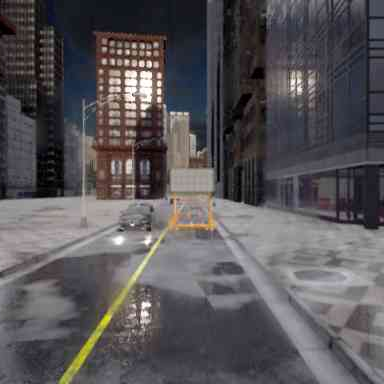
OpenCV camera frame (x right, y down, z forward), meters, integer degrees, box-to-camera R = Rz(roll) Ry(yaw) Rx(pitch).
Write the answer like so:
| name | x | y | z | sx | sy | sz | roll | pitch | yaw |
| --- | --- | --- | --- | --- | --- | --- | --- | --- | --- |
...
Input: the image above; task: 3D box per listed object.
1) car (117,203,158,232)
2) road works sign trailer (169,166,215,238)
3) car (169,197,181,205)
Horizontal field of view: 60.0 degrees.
| name | x | y | z | sx | sy | sz | roll | pitch | yaw |
| --- | --- | --- | --- | --- | --- | --- | --- | --- | --- |
| car | -3.099 | 1.475 | 19.735 | 1.837 | 1.490 | 4.892 | 0 | 0 | 0 |
| road works sign trailer | 0.000 | 0.438 | 17.638 | 2.380 | 3.560 | 2.880 | 0 | 0 | 0 |
| car | -3.034 | 1.527 | 60.279 | 2.033 | 1.411 | 5.357 | 0 | 0 | 1 |
